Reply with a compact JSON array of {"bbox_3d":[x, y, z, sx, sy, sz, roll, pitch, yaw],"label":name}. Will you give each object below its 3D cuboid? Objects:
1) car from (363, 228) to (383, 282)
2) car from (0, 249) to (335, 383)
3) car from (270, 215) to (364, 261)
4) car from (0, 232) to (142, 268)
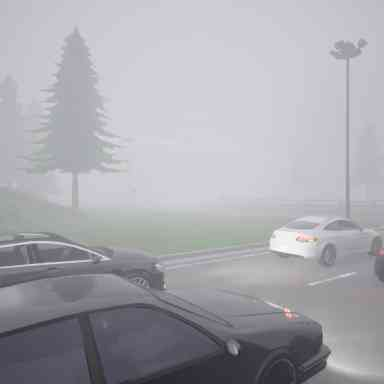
[{"bbox_3d":[6.491,1.564,8.416,4.181,1.385,1.994,0,0,-35],"label":"car"},{"bbox_3d":[-1.013,1.547,3.022,5.357,1.411,2.033,0,0,-36],"label":"car"},{"bbox_3d":[4.653,1.526,11.399,4.674,1.442,1.812,0,0,-35],"label":"car"},{"bbox_3d":[-2.776,1.491,6.065,4.902,1.511,2.128,0,0,-35],"label":"car"}]
